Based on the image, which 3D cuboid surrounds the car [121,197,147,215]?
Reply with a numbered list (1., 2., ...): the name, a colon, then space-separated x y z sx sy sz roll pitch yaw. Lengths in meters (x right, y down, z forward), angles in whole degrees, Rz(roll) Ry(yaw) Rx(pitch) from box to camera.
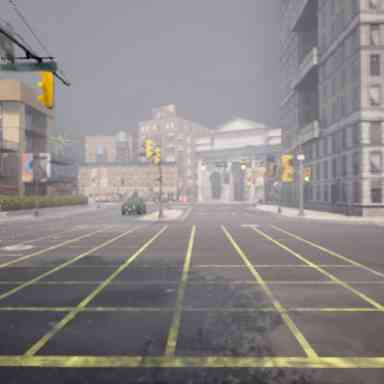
1. car: -6.883 1.643 40.011 2.150 2.045 5.566 0 -1 2
